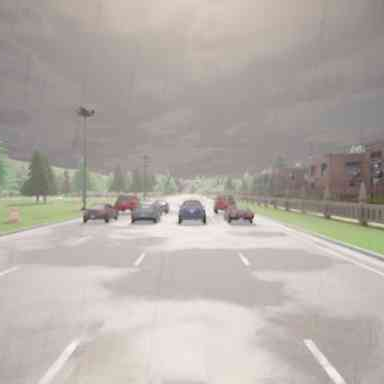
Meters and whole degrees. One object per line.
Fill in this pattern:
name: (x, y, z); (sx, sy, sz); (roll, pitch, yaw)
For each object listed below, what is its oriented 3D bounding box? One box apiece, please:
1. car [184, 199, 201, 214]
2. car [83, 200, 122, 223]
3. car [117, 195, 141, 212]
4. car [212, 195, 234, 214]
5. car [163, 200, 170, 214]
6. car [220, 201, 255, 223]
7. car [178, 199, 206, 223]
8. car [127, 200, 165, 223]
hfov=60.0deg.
car: (0.028, 1.571, 38.199); (1.837, 1.490, 4.892); (0, 0, 0)
car: (-6.997, 1.569, 25.722); (1.812, 1.442, 4.674); (0, 0, 0)
car: (-6.986, 1.286, 36.952); (2.150, 2.045, 5.566); (0, 0, 0)
car: (3.514, 1.286, 36.949); (2.150, 2.045, 5.566); (0, 0, 0)
car: (-3.483, 1.610, 36.934); (2.033, 1.411, 5.357); (0, 0, 0)
car: (3.503, 1.644, 25.751); (1.895, 1.301, 4.718); (0, 0, 0)
car: (0.003, 1.395, 25.756); (2.097, 1.767, 4.553); (0, 0, 0)
car: (-3.496, 1.608, 25.902); (1.994, 1.385, 4.181); (0, 0, 0)
